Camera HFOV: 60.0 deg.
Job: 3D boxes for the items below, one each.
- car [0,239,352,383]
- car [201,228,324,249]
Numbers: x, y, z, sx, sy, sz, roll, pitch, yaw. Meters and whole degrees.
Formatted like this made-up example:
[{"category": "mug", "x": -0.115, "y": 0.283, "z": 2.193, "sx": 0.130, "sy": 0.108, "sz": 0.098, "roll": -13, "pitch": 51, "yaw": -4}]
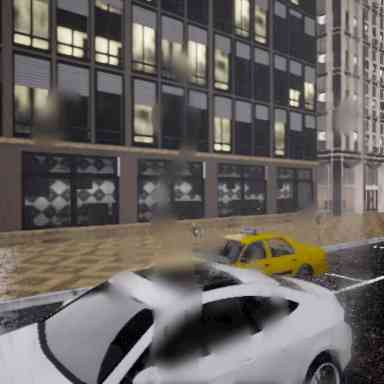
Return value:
[{"category": "car", "x": -0.312, "y": 1.521, "z": 3.143, "sx": 4.674, "sy": 1.442, "sz": 1.812, "roll": -1, "pitch": 0, "yaw": -36}, {"category": "car", "x": 1.058, "y": 1.509, "z": 7.315, "sx": 4.829, "sy": 1.417, "sz": 1.752, "roll": 0, "pitch": 0, "yaw": -35}]
